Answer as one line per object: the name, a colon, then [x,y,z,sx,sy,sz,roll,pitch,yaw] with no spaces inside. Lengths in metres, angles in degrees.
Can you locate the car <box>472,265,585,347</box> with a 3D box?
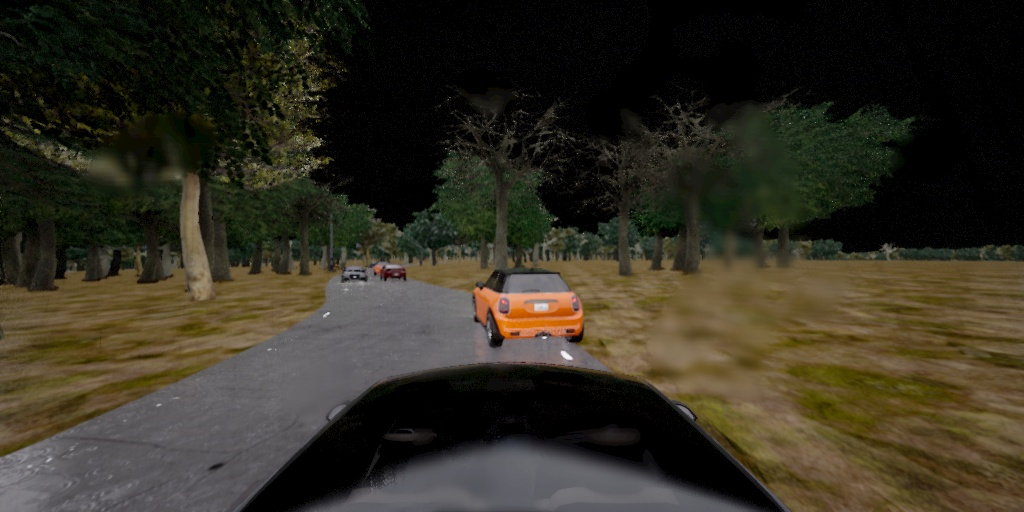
car: [0.168,1.081,9.538,2.097,1.767,4.553,0,0,-12]

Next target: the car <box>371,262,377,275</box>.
car: [-16.139,1.426,44.803,2.097,1.767,4.553,0,0,-22]

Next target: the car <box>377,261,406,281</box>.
car: [-10.981,1.425,32.963,1.882,1.535,5.008,0,0,-26]

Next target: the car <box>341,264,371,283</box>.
car: [-13.443,1.509,30.570,1.994,1.385,4.181,0,0,-25]
